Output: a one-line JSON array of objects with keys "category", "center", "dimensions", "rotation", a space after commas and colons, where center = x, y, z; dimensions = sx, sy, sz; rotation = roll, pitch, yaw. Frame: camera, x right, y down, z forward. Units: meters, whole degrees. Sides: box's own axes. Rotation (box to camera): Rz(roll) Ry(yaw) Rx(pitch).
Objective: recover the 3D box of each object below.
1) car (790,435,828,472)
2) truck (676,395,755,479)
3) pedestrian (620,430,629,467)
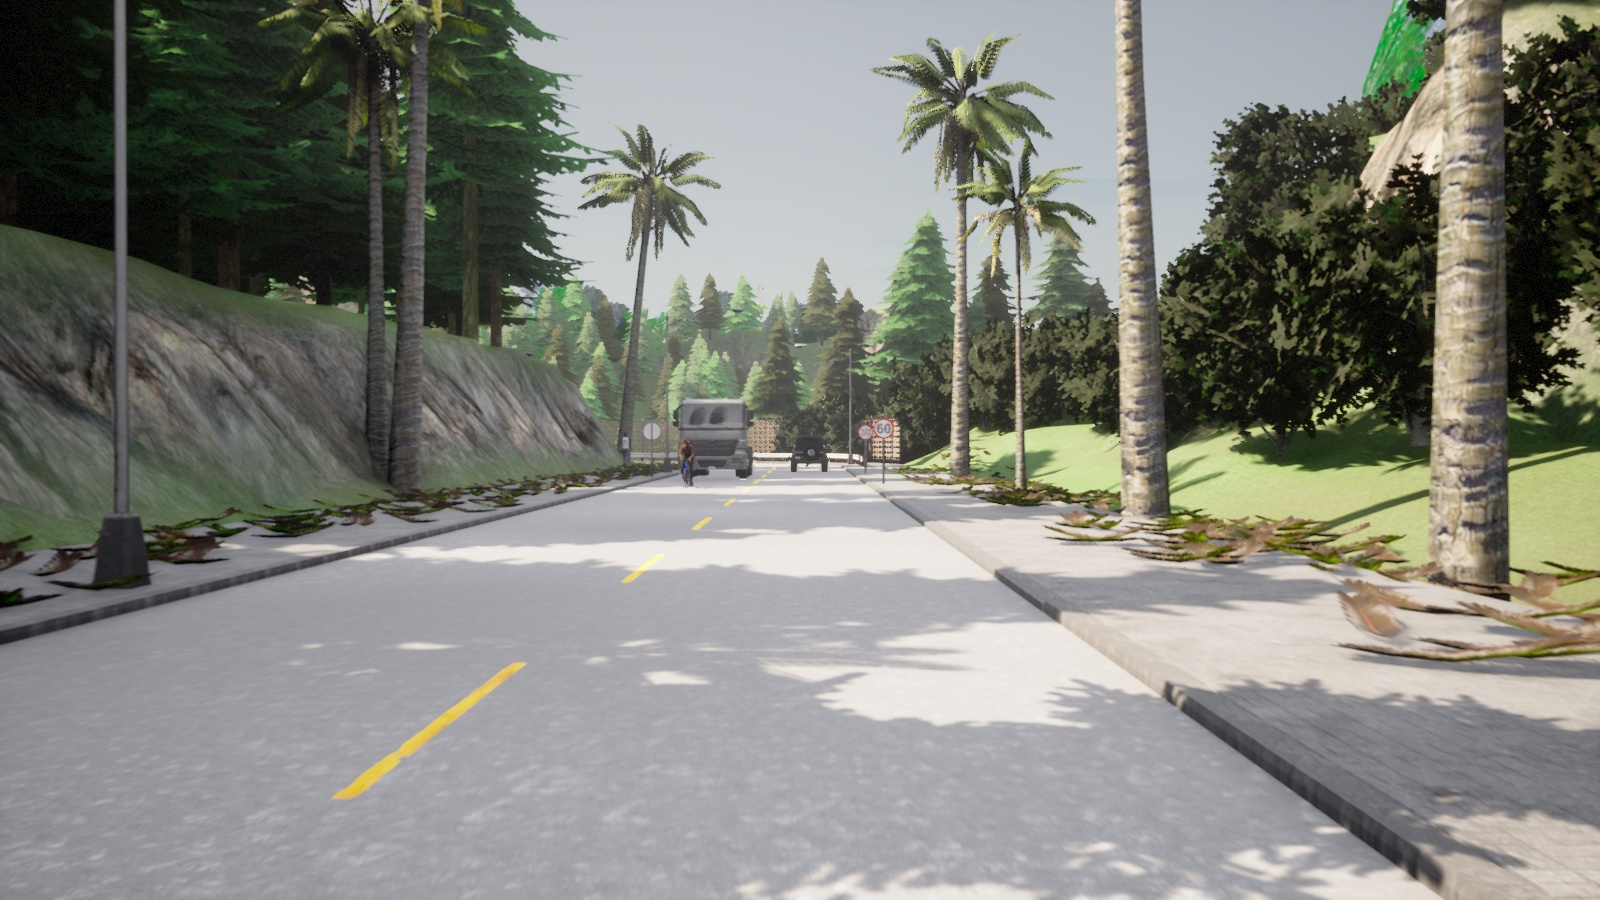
[{"category": "car", "center": [0.482, 0.173, 65.643], "dimensions": [1.905, 1.878, 3.866], "rotation": [0, 0, 0]}, {"category": "truck", "center": [-3.591, -0.550, 55.318], "dimensions": [2.891, 3.462, 7.936], "rotation": [0, 0, 0]}, {"category": "pedestrian", "center": [-8.843, -0.093, 63.195], "dimensions": [0.354, 1.836, 0.706], "rotation": [0, 0, 0]}]
